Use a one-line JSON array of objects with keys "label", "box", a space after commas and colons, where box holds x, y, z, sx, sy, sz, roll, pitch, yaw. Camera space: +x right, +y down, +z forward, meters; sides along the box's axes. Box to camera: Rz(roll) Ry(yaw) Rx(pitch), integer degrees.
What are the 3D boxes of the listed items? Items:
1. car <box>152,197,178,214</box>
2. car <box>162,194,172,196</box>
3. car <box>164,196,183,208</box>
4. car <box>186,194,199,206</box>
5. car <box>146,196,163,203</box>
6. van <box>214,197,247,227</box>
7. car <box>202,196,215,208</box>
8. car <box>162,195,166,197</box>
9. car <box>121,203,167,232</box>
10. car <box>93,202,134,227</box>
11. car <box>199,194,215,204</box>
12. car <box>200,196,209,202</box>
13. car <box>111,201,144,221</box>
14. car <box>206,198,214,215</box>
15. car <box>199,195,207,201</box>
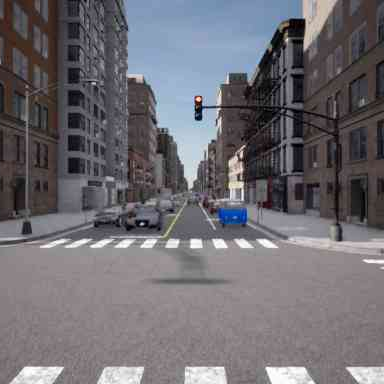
[{"label": "car", "box": [-2.811, 1.522, 35.040, 1.812, 1.442, 4.674, 0, 0, 0]}, {"label": "car", "box": [-5.317, 1.545, 62.256, 1.947, 1.339, 4.313, 0, 0, 0]}, {"label": "car", "box": [-2.764, 1.591, 48.391, 1.895, 1.301, 4.718, 0, 0, 0]}, {"label": "car", "box": [0.168, 1.476, 55.380, 2.128, 1.511, 4.902, 0, 0, 0]}, {"label": "car", "box": [-5.336, 1.518, 45.040, 1.752, 1.417, 4.829, 0, 0, 0]}, {"label": "van", "box": [2.663, 1.339, 22.482, 1.690, 1.788, 3.998, 0, 0, 0]}, {"label": "car", "box": [2.689, 1.574, 45.207, 1.802, 1.307, 4.206, 0, 0, 0]}, {"label": "car", "box": [-5.329, 1.554, 50.892, 1.947, 1.339, 4.313, 0, 0, 0]}, {"label": "car", "box": [-2.765, 1.562, 20.068, 1.994, 1.385, 4.181, 0, 0, -1]}, {"label": "car", "box": [-5.362, 1.548, 22.483, 2.008, 1.369, 4.403, 0, 0, 0]}, {"label": "car", "box": [2.696, 1.303, 50.889, 2.192, 1.841, 5.009, 0, 0, 0]}, {"label": "car", "box": [2.721, 1.521, 73.614, 2.008, 1.369, 4.403, 0, 0, 0]}, {"label": "car", "box": [-5.356, 1.542, 28.164, 1.887, 1.381, 4.507, 0, 0, 0]}, {"label": "car", "box": [2.676, 1.579, 33.844, 1.802, 1.307, 4.206, 0, 0, 0]}, {"label": "car", "box": [2.734, 1.527, 84.976, 1.947, 1.339, 4.313, 0, 0, 0]}]
